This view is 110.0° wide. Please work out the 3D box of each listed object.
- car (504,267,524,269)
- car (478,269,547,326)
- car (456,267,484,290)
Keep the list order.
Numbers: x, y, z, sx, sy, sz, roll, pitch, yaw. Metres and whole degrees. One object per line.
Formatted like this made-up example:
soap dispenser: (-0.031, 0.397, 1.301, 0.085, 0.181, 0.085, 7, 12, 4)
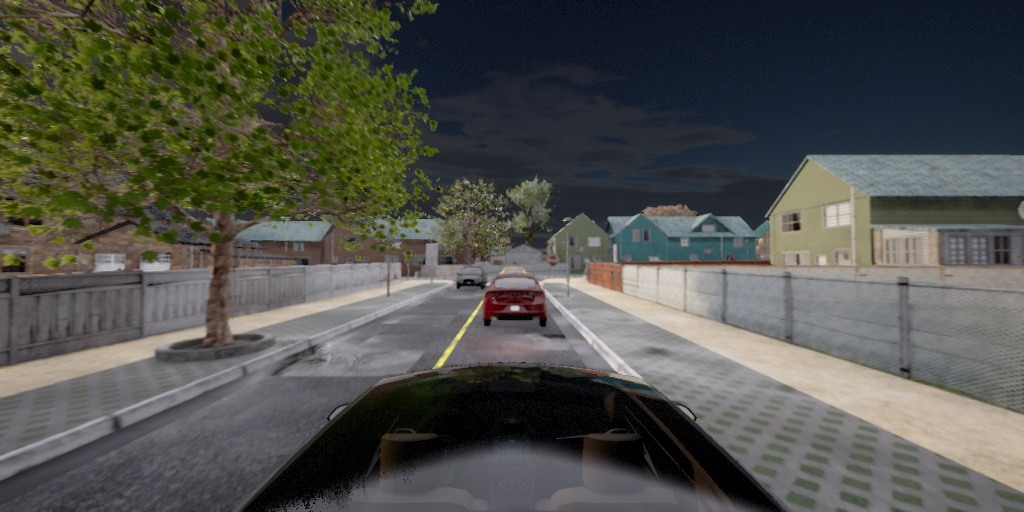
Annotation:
car: (0.132, 1.453, 23.204, 1.882, 1.535, 5.008, 0, -1, 1)
car: (0.102, 1.338, 12.259, 1.882, 1.535, 5.008, 0, -1, 0)
car: (-2.741, 1.502, 25.122, 1.837, 1.490, 4.892, 0, -1, 0)
